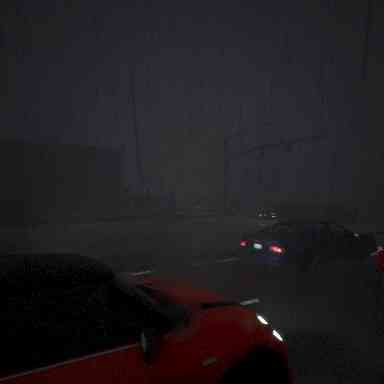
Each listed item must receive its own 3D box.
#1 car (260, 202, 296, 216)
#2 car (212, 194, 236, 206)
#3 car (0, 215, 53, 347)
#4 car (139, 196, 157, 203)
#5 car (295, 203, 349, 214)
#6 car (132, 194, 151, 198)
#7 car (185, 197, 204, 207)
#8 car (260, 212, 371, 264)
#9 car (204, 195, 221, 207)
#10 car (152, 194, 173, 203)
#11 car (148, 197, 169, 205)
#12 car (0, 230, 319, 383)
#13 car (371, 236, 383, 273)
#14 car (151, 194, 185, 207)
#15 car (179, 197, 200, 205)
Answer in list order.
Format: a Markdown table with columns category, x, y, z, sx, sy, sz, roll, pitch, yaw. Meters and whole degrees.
| category | x | y | z | sx | sy | sz | roll | pitch | yaw |
| --- | --- | --- | --- | --- | --- | --- | --- | --- | --- |
| car | 7.840 | 1.627 | 28.000 | 4.892 | 1.490 | 1.837 | 0 | 0 | -35 |
| car | 5.330 | 1.431 | 59.051 | 2.150 | 2.045 | 5.566 | 0 | 0 | -36 |
| car | -4.638 | 1.346 | 4.739 | 4.553 | 1.767 | 2.097 | 0 | 0 | -35 |
| car | -9.921 | 1.667 | 74.186 | 1.882 | 1.535 | 5.008 | 0 | 0 | -36 |
| car | 10.249 | 1.689 | 25.419 | 4.181 | 1.385 | 1.994 | 0 | 0 | -35 |
| car | -9.887 | 1.373 | 62.153 | 2.150 | 2.045 | 5.566 | 0 | 0 | -36 |
| car | -0.926 | 1.719 | 55.732 | 2.033 | 1.411 | 5.357 | 0 | 0 | -36 |
| car | 3.917 | 1.599 | 10.878 | 5.357 | 1.411 | 2.033 | 0 | 0 | -35 |
| car | 2.073 | 1.738 | 57.561 | 2.033 | 1.411 | 5.357 | 0 | 0 | -36 |
| car | -6.829 | 1.434 | 75.887 | 2.150 | 2.045 | 5.566 | 0 | 0 | -36 |
| car | -6.513 | 1.676 | 63.471 | 1.837 | 1.490 | 4.892 | 0 | 0 | -36 |
| car | -1.205 | 1.354 | 2.886 | 4.553 | 1.767 | 2.097 | 0 | 0 | -36 |
| car | 6.916 | 1.659 | 8.711 | 4.718 | 1.301 | 1.895 | 0 | 0 | -35 |
| car | -3.957 | 1.374 | 53.947 | 2.150 | 2.045 | 5.566 | 0 | 0 | -35 |
| car | -0.551 | 1.773 | 67.203 | 1.994 | 1.385 | 4.181 | 0 | 0 | -37 |
